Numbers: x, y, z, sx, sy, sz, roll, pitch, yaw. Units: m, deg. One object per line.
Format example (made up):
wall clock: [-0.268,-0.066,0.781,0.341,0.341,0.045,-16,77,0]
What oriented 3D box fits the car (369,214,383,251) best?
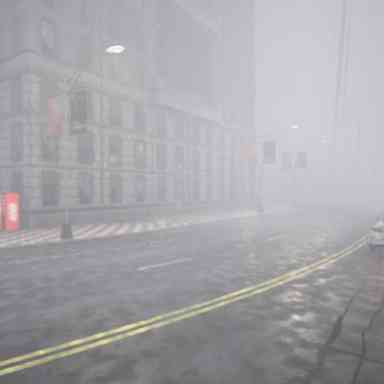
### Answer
car: [8.098,1.432,12.690,1.812,1.442,4.674,0,1,38]
